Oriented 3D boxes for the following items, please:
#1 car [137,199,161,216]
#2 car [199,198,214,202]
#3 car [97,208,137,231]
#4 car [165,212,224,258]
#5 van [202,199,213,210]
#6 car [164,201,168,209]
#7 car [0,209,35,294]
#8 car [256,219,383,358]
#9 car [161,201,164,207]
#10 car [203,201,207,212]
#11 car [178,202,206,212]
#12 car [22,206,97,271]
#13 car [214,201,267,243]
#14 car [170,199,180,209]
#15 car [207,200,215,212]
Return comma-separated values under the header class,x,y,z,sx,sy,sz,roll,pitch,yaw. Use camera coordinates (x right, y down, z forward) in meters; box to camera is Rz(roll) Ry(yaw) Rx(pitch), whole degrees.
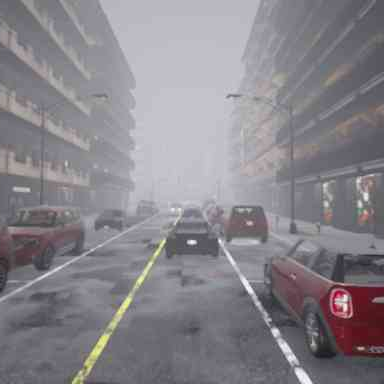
class,x,y,z,sx,sy,sz,roll,pitch,yaw
car,-5.283,1.777,39.335,2.192,1.841,5.009,1,-1,0
car,2.565,1.923,50.341,2.192,1.841,5.009,1,-1,0
car,-5.292,1.823,22.744,1.947,1.339,4.313,1,-1,0
car,0.016,1.714,13.407,1.994,1.385,4.181,0,-1,1
van,2.565,2.025,55.871,1.690,1.788,3.998,1,-1,0
car,-5.285,2.345,61.455,1.802,1.307,4.206,1,-1,0
car,-5.290,1.384,6.155,2.192,1.841,5.009,1,-1,0
car,2.595,1.509,6.092,1.967,1.590,4.097,1,-1,0
car,-5.288,2.079,44.864,1.887,1.381,4.507,1,-1,0
car,2.557,2.043,39.275,1.802,1.307,4.206,1,-1,0
car,0.026,1.857,28.908,1.812,1.442,4.674,0,0,0
car,-5.288,1.445,11.685,2.192,1.841,5.009,1,-1,0
car,2.559,1.507,17.154,2.192,1.841,5.009,1,-1,0
car,-2.797,2.303,59.835,1.994,1.385,4.181,0,-1,0
car,2.558,1.763,28.215,1.967,1.590,4.097,1,-1,0
